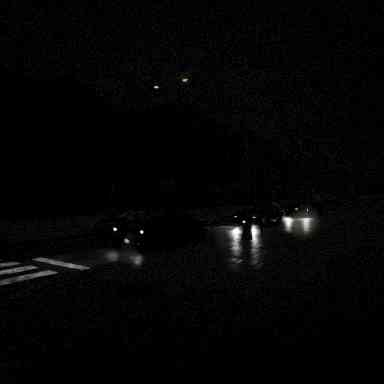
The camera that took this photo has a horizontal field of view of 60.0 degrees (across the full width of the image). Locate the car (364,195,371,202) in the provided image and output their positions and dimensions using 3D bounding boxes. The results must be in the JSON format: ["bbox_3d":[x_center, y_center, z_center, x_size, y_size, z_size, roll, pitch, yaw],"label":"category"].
[{"bbox_3d":[39.476,1.484,76.915,1.752,1.417,4.829,0,0,35],"label":"car"}]

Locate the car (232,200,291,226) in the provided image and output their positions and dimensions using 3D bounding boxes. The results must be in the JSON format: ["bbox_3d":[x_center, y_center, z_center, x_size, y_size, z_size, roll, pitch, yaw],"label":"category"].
[{"bbox_3d":[4.828,1.493,23.190,2.033,1.411,5.357,0,0,35],"label":"car"}]

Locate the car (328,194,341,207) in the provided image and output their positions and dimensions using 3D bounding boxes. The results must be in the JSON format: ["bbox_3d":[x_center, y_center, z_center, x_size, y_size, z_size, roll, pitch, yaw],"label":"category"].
[{"bbox_3d":[19.981,1.248,49.171,2.192,1.841,5.009,0,0,35],"label":"car"}]

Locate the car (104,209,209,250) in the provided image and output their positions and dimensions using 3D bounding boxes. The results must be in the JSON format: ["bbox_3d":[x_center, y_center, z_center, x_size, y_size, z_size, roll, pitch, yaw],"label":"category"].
[{"bbox_3d":[-1.240,1.566,14.541,1.895,1.301,4.718,0,0,35],"label":"car"}]

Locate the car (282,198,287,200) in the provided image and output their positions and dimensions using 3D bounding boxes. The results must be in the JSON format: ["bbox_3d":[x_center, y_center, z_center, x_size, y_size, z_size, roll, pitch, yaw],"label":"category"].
[{"bbox_3d":[6.920,1.522,30.582,1.802,1.307,4.206,0,0,35],"label":"car"}]

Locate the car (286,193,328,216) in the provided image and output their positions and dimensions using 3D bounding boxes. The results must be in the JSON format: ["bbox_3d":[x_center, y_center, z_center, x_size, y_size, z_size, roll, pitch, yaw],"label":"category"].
[{"bbox_3d":[10.894,1.158,31.807,2.150,2.045,5.566,0,0,35],"label":"car"}]

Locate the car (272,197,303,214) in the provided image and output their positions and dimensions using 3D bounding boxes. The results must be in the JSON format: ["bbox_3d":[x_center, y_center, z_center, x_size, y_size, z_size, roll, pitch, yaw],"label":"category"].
[{"bbox_3d":[10.185,1.377,35.230,1.967,1.590,4.097,0,0,35],"label":"car"}]

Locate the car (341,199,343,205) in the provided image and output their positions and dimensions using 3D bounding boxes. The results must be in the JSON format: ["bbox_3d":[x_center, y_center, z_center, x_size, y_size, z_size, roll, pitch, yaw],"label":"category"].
[{"bbox_3d":[23.248,1.498,53.818,1.947,1.339,4.313,0,0,35],"label":"car"}]

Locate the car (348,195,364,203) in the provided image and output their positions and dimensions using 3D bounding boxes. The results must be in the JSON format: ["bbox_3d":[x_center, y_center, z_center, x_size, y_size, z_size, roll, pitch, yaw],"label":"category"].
[{"bbox_3d":[33.043,1.507,67.759,1.947,1.339,4.313,0,0,35],"label":"car"}]

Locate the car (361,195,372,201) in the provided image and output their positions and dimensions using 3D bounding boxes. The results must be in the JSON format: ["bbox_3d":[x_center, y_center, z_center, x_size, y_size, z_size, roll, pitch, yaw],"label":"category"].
[{"bbox_3d":[42.839,1.517,81.701,1.887,1.381,4.507,0,0,35],"label":"car"}]

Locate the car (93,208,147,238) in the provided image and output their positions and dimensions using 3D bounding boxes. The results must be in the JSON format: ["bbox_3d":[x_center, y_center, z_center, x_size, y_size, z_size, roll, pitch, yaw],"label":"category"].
[{"bbox_3d":[-2.875,1.516,16.642,2.008,1.369,4.403,0,0,35],"label":"car"}]
